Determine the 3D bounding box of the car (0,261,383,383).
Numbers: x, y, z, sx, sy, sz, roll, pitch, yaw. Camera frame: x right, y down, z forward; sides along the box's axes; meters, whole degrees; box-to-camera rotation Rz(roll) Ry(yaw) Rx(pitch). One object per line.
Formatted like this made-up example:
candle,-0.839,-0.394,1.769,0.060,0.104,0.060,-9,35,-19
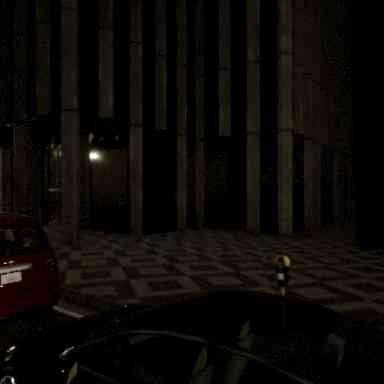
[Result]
car,0.116,1.557,2.772,4.313,1.339,1.947,0,0,36

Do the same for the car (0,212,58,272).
car,-4.460,1.268,6.040,5.009,1.841,2.192,0,0,36
